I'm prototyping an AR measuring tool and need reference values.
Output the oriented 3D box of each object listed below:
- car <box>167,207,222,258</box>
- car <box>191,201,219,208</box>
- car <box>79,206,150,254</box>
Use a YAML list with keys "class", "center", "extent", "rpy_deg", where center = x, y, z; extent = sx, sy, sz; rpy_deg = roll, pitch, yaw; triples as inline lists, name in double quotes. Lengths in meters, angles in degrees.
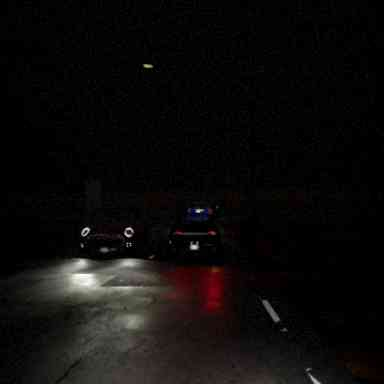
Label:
- class: "car"
  center: [0.101, 1.576, 13.123]
  extent: [2.128, 1.511, 4.902]
  rpy_deg: [0, 0, 1]
- class: "car"
  center: [1.084, 1.534, 27.205]
  extent: [2.097, 1.767, 4.553]
  rpy_deg: [0, 0, 14]
- class: "car"
  center: [-3.025, 1.440, 13.811]
  extent: [2.097, 1.767, 4.553]
  rpy_deg: [0, 0, 1]
